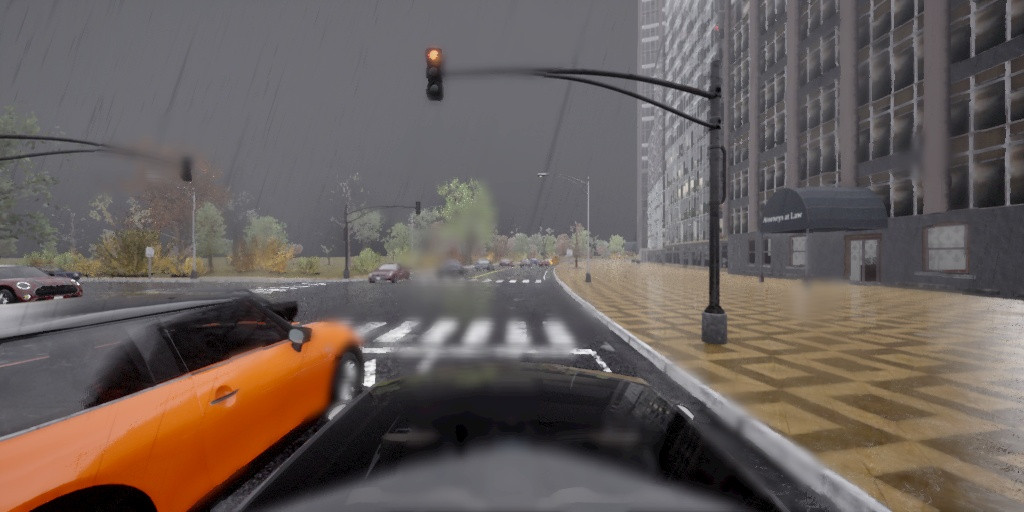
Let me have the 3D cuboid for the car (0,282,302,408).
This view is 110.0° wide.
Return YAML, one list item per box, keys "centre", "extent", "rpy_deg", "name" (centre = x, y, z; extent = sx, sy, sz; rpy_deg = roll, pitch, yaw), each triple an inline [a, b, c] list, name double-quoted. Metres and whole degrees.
- centre: [-6.522, 1.349, 7.102]
  extent: [1.895, 1.301, 4.718]
  rpy_deg: [0, 0, 1]
  name: "car"

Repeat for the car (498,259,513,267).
- centre: [-1.102, 1.224, 64.010]
  extent: [1.882, 1.535, 5.008]
  rpy_deg: [0, 0, 10]
  name: "car"

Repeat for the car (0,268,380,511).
- centre: [-3.103, 1.102, 3.187]
  extent: [2.097, 1.767, 4.553]
  rpy_deg: [0, 0, 0]
  name: "car"

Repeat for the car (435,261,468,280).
- centre: [-5.278, 1.344, 31.662]
  extent: [1.895, 1.301, 4.718]
  rpy_deg: [0, 0, 5]
  name: "car"

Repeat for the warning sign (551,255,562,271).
- centre: [5.451, 0.863, 44.118]
  extent: [1.300, 1.860, 1.060]
  rpy_deg: [0, 0, 7]
  name: "warning sign"

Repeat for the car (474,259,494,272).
- centre: [-3.602, 1.269, 47.454]
  extent: [1.812, 1.442, 4.674]
  rpy_deg: [0, 0, 7]
  name: "car"

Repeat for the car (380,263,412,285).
- centre: [-8.920, 1.268, 26.665]
  extent: [1.812, 1.442, 4.674]
  rpy_deg: [0, 0, 4]
  name: "car"

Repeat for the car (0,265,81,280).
- centre: [-20.969, 1.157, 14.958]
  extent: [4.553, 1.767, 2.097]
  rpy_deg: [0, 0, 4]
  name: "car"

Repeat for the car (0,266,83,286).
- centre: [-33.909, 1.400, 25.497]
  extent: [4.718, 1.301, 1.895]
  rpy_deg: [0, 0, 3]
  name: "car"

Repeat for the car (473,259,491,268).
- centre: [-4.954, 1.221, 60.762]
  extent: [1.882, 1.535, 5.008]
  rpy_deg: [0, 0, 10]
  name: "car"
